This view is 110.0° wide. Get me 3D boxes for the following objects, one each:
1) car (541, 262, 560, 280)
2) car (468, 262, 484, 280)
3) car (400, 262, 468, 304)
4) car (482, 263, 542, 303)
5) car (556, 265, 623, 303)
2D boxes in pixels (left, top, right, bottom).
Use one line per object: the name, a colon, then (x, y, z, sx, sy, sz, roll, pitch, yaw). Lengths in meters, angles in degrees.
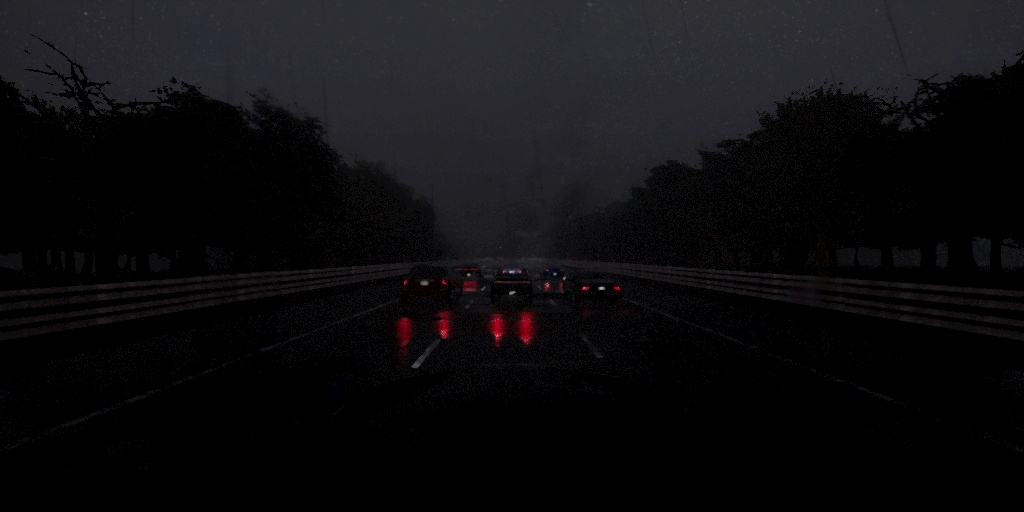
car: (3.500, 1.284, 31.500, 1.812, 1.442, 4.674, 0, 0, 0)
car: (-3.500, 1.267, 31.500, 1.837, 1.490, 4.892, 0, 0, 0)
car: (-3.500, 1.116, 16.470, 2.097, 1.767, 4.553, 0, 0, 0)
car: (0.000, 1.246, 16.500, 2.128, 1.511, 4.902, 0, 0, 0)
car: (3.500, 1.314, 16.500, 2.033, 1.411, 5.357, 0, 0, 0)
